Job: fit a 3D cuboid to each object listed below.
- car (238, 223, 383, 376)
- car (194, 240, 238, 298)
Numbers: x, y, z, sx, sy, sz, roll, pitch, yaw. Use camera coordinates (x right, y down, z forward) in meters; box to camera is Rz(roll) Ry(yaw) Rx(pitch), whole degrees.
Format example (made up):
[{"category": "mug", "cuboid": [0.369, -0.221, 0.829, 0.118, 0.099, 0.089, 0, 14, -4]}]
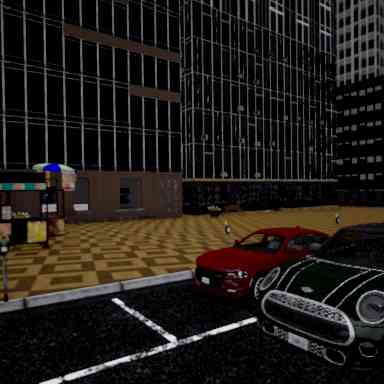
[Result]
[{"category": "car", "cuboid": [3.217, 1.360, 5.654, 4.553, 1.767, 2.097, 0, 0, -35]}, {"category": "car", "cuboid": [2.106, 1.554, 8.056, 4.507, 1.381, 1.887, 0, -1, -35]}]
